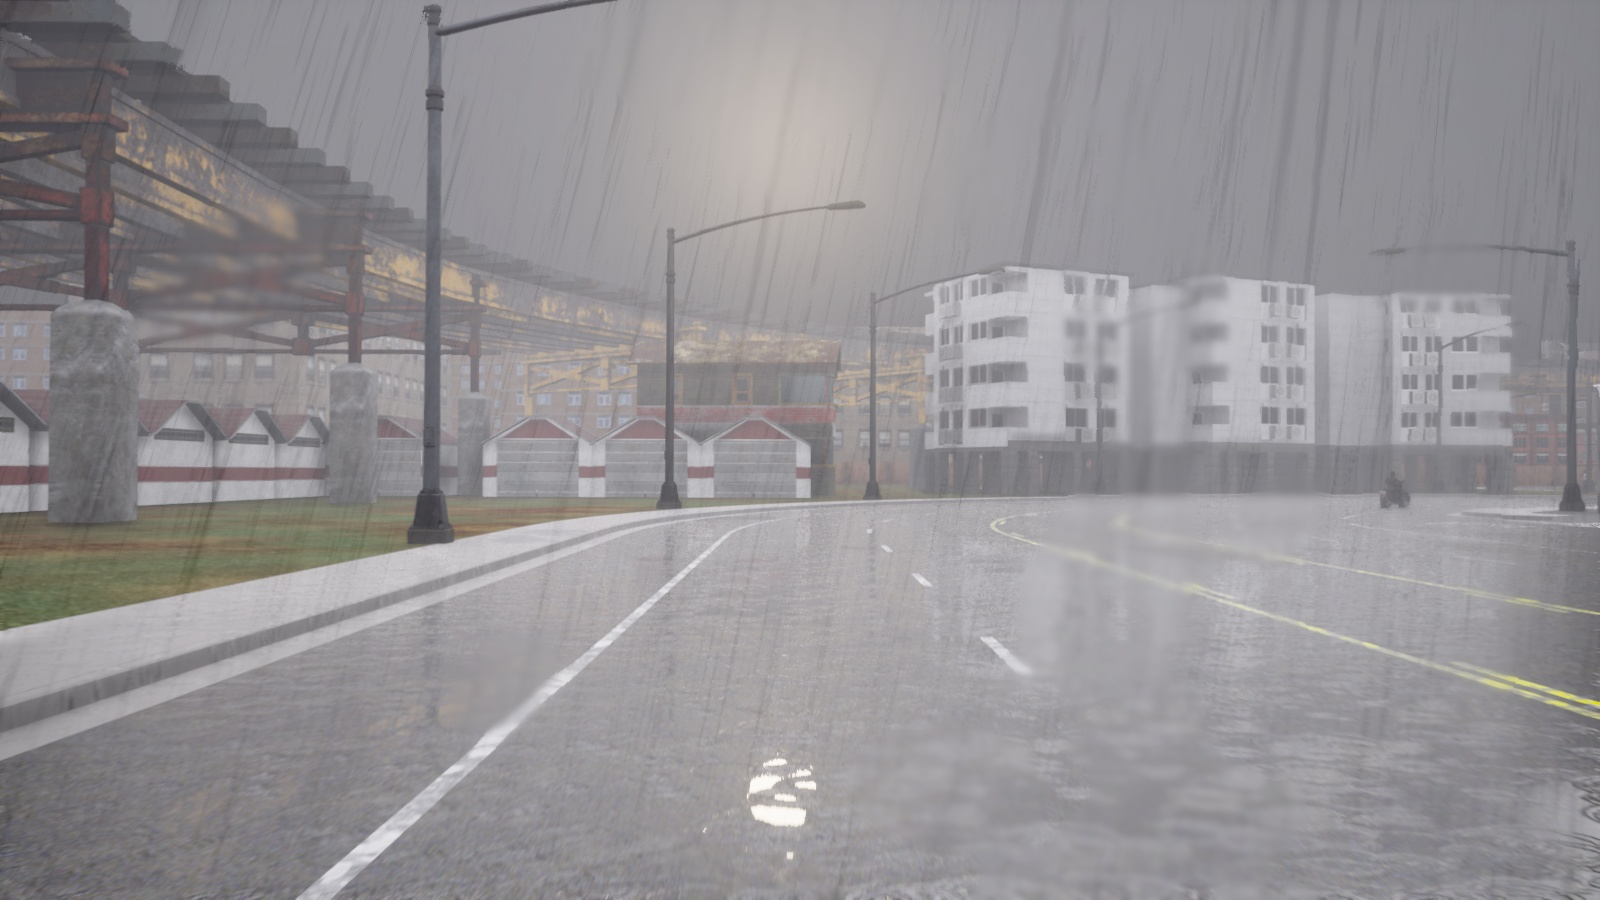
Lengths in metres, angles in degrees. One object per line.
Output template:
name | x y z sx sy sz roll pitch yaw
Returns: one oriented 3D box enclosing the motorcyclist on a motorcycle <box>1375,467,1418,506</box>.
motorcyclist on a motorcycle | 25.972 1.576 54.638 2.350 1.649 0.766 1 -1 -39
